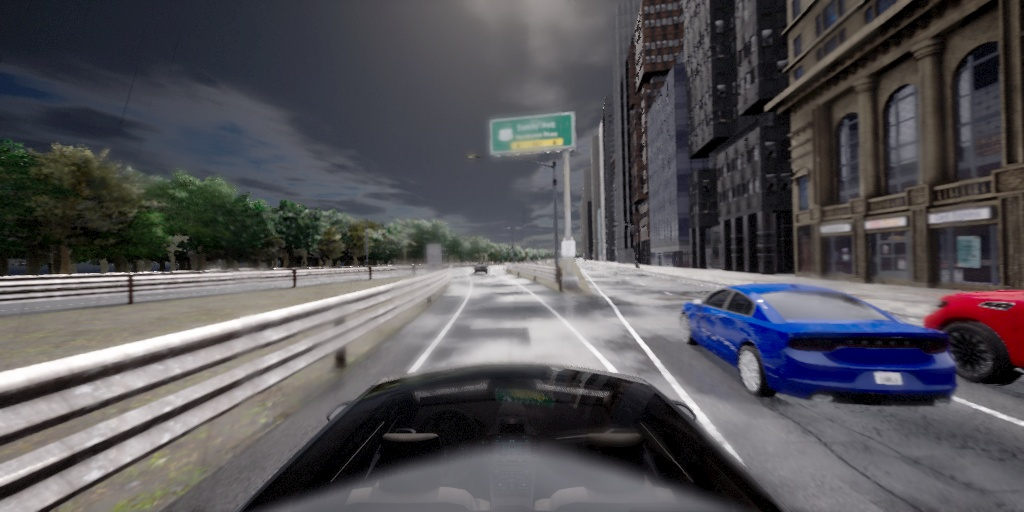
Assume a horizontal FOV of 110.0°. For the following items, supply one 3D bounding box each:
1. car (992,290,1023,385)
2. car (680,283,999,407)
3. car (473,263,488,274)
[{"bbox_3d":[7.587,0.843,3.500,2.150,2.045,5.566,-2,-1,10],"label":"car"},{"bbox_3d":[4.537,1.208,6.375,1.882,1.535,5.008,-2,-1,10],"label":"car"},{"bbox_3d":[-4.415,1.786,50.967,1.837,1.490,4.892,-1,0,-6],"label":"car"}]
